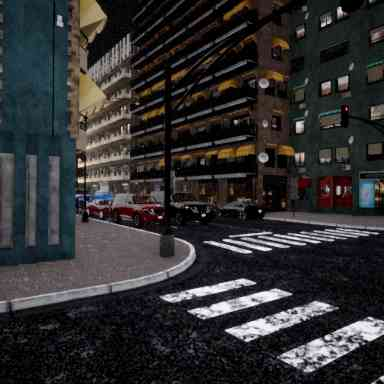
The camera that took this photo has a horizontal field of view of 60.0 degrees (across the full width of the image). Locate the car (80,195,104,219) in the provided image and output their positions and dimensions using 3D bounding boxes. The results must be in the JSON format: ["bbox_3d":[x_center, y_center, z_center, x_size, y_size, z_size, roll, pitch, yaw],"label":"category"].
[{"bbox_3d":[-6.480,1.182,24.819,1.887,1.381,4.507,2,0,-36],"label":"car"}]

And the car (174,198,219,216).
[{"bbox_3d":[0.337,1.288,29.691,1.802,1.307,4.206,2,0,-36],"label":"car"}]

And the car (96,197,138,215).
[{"bbox_3d":[-6.762,1.201,29.616,1.895,1.301,4.718,1,0,-36],"label":"car"}]

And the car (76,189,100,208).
[{"bbox_3d":[-12.913,0.669,38.171,2.150,2.045,5.566,1,0,-35],"label":"car"}]

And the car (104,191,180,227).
[{"bbox_3d":[-3.214,1.033,20.302,2.192,1.841,5.009,2,0,-36],"label":"car"}]

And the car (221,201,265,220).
[{"bbox_3d":[3.597,1.353,25.174,1.947,1.339,4.313,2,0,-36],"label":"car"}]

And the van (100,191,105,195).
[{"bbox_3d":[-12.697,0.725,47.760,1.690,1.788,3.998,2,0,-36],"label":"van"}]

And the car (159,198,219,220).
[{"bbox_3d":[-0.395,1.267,26.163,2.033,1.411,5.357,1,0,-35],"label":"car"}]

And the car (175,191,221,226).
[{"bbox_3d":[-0.941,0.966,21.551,2.150,2.045,5.566,1,0,-36],"label":"car"}]
